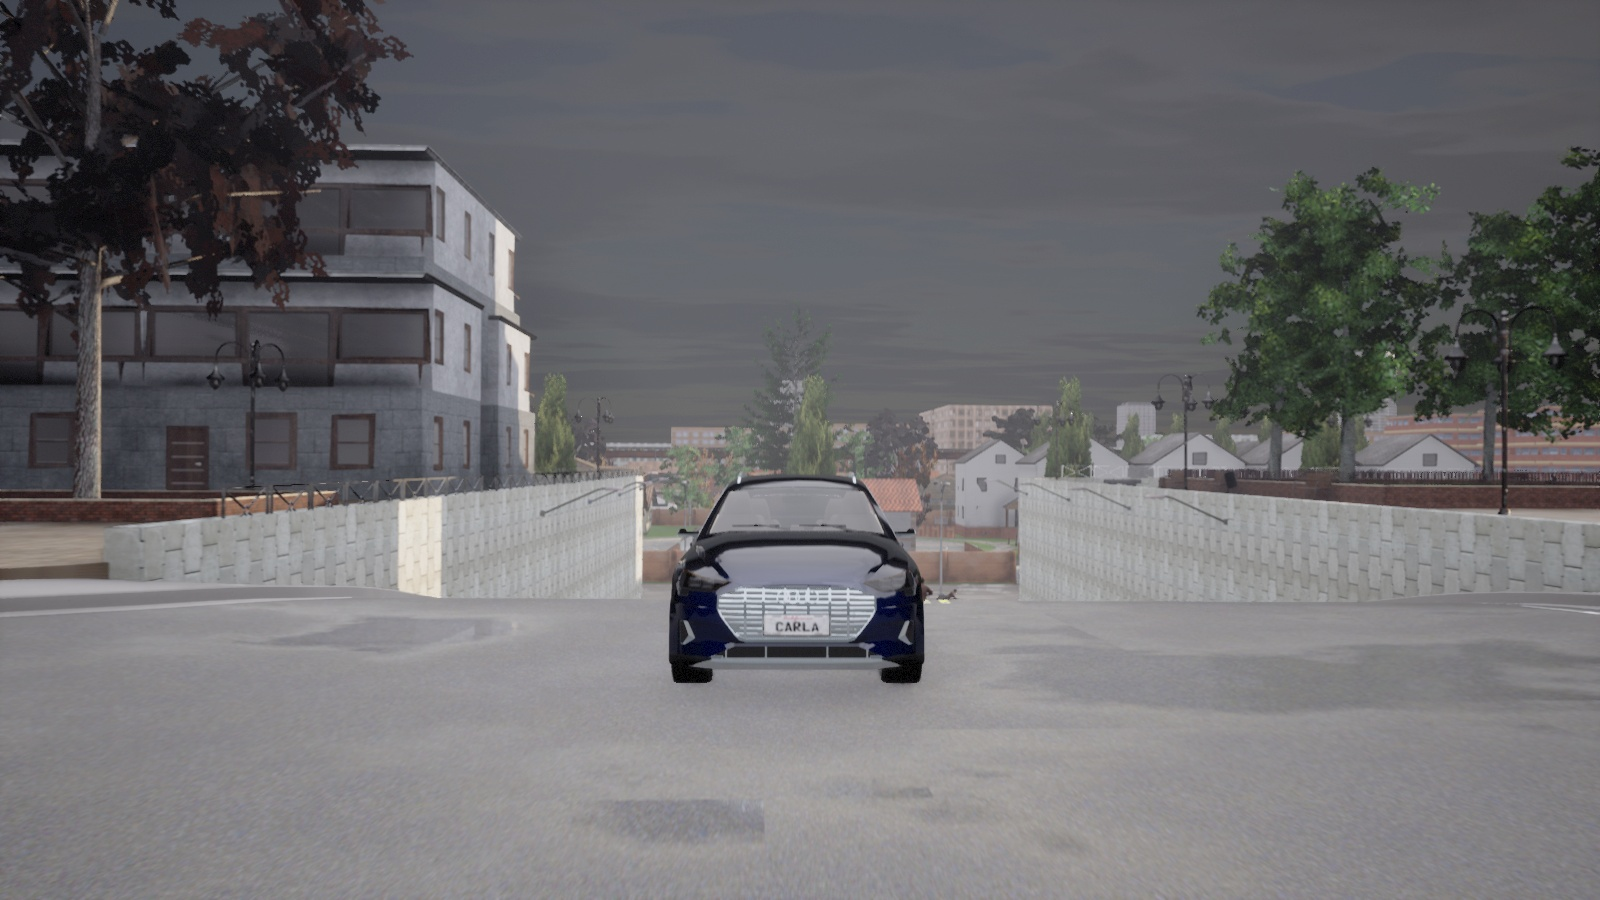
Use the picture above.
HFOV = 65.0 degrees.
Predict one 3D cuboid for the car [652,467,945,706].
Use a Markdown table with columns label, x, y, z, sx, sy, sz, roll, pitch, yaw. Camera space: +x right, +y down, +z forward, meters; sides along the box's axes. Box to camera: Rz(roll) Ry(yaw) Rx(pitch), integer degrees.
| label | x | y | z | sx | sy | sz | roll | pitch | yaw |
| --- | --- | --- | --- | --- | --- | --- | --- | --- | --- |
| car | -0.016 | 1.006 | 11.178 | 2.033 | 1.649 | 4.856 | 0 | -1 | 0 |
